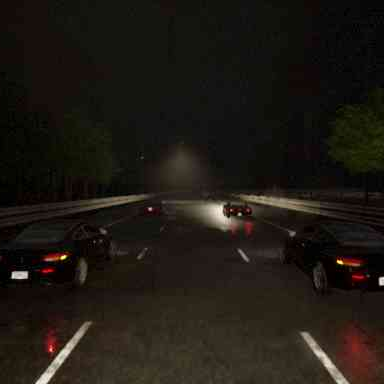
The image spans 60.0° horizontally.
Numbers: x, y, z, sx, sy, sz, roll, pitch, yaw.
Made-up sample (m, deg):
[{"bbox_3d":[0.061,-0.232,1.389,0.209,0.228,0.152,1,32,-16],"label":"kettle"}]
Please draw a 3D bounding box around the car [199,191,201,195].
[{"bbox_3d":[3.571,0.830,88.175,1.837,1.490,4.892,0,1,0],"label":"car"}]

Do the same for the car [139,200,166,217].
[{"bbox_3d":[-3.379,1.348,29.028,1.994,1.385,4.181,0,0,0],"label":"car"}]

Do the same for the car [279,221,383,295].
[{"bbox_3d":[3.604,1.463,8.422,1.812,1.442,4.674,0,0,0],"label":"car"}]

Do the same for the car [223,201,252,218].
[{"bbox_3d":[3.621,1.397,27.416,1.895,1.301,4.718,0,0,0],"label":"car"}]

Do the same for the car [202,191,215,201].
[{"bbox_3d":[3.553,1.013,66.176,1.837,1.490,4.892,0,0,0],"label":"car"}]

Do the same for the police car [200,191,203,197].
[{"bbox_3d":[3.563,0.927,77.176,2.038,1.542,4.974,0,0,0],"label":"police car"}]

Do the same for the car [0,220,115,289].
[{"bbox_3d":[-3.394,1.459,8.873,1.812,1.442,4.674,0,0,0],"label":"car"}]
